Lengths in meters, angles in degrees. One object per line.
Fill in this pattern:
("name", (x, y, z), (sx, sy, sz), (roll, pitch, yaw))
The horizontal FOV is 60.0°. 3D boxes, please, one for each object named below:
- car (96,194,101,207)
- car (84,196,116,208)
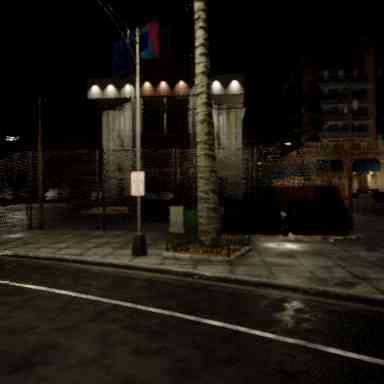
("car", (-12.789, 1.340, 40.056), (4.674, 1.452, 2.002), (0, 0, 5))
("car", (-12.385, 1.350, 44.985), (3.806, 1.475, 1.970), (0, 0, 5))
